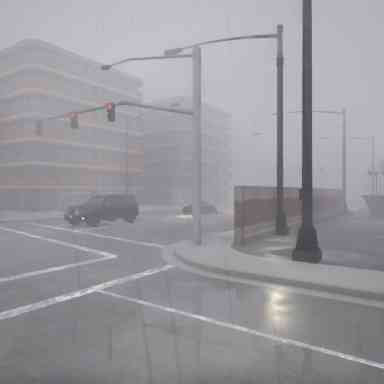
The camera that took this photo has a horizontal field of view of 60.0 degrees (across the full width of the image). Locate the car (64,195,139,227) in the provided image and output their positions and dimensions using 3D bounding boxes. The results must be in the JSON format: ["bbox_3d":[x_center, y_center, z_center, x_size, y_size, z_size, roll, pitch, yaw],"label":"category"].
[{"bbox_3d":[-6.135,1.221,23.387,2.150,2.045,5.566,0,0,34],"label":"car"}]

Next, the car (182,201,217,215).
[{"bbox_3d":[0.785,1.564,33.446,1.994,1.385,4.181,0,0,35],"label":"car"}]
